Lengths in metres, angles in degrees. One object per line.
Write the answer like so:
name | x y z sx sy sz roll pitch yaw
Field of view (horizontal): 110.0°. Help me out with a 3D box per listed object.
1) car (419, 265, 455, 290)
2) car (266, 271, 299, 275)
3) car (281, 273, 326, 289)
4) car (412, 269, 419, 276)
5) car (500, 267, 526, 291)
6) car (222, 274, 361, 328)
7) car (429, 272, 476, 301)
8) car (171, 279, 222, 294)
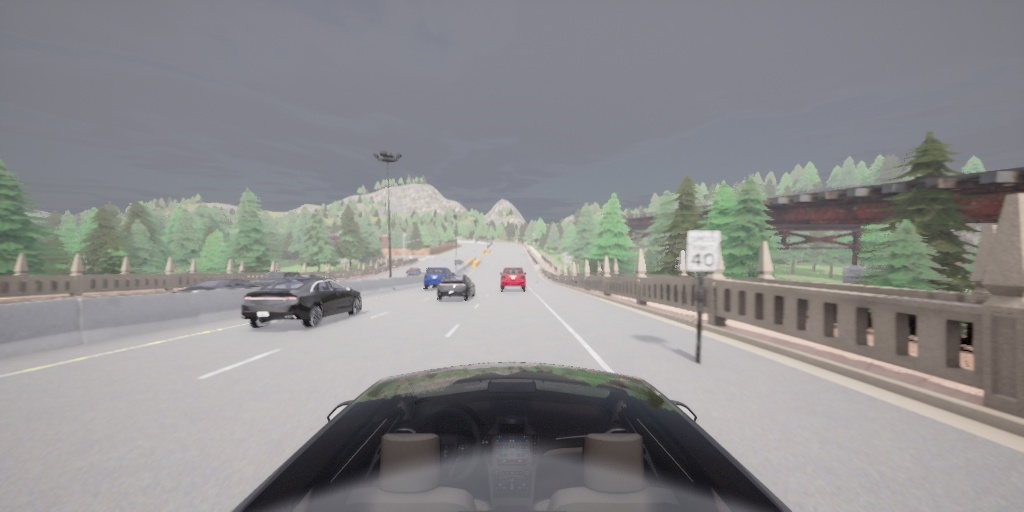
car | -6.896 2.127 34.451 2.150 2.045 5.566 0 -2 0
car | -17.588 1.955 26.947 2.097 1.767 4.553 0 -2 0
car | -21.083 2.514 36.489 1.812 1.442 4.674 0 -2 0
car | -14.041 3.294 57.631 1.812 1.442 4.674 0 -1 1
car | 0.104 2.047 32.460 2.150 2.045 5.566 0 -2 0
car | -6.898 1.500 12.370 2.128 1.511 4.902 0 -2 0
car | -3.397 1.912 22.419 2.128 1.511 4.902 0 -2 0
car | -14.095 1.782 17.362 1.994 1.385 4.181 0 -2 0
